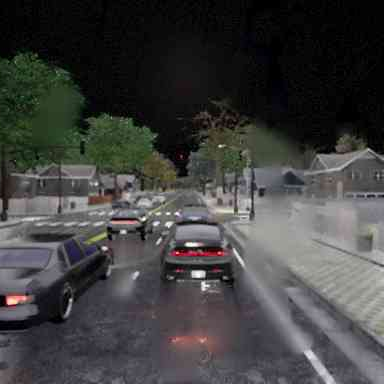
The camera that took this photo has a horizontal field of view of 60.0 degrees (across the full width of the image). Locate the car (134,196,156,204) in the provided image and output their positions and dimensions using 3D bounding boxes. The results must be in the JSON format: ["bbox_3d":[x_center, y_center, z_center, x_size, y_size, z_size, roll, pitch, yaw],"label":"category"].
[{"bbox_3d":[-6.529,1.666,46.004,1.812,1.442,4.674,0,0,0],"label":"car"}]

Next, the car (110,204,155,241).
[{"bbox_3d":[-3.106,1.606,17.536,2.128,1.511,4.902,0,0,0],"label":"car"}]

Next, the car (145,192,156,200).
[{"bbox_3d":[-9.675,1.012,78.094,2.097,1.767,4.553,0,1,0],"label":"car"}]

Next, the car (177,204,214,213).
[{"bbox_3d":[0.213,1.478,19.173,2.097,1.767,4.553,0,0,2],"label":"car"}]

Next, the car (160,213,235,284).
[{"bbox_3d":[0.145,1.587,9.785,1.837,1.490,4.892,0,0,0],"label":"car"}]

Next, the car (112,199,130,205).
[{"bbox_3d":[-9.785,1.698,46.135,1.994,1.385,4.181,0,0,0],"label":"car"}]

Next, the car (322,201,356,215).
[{"bbox_3d":[14.419,1.602,32.921,4.674,1.442,1.812,0,0,-2],"label":"car"}]

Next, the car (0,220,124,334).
[{"bbox_3d":[-3.105,1.606,7.241,2.033,1.411,5.357,0,0,0],"label":"car"}]

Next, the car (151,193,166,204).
[{"bbox_3d":[-6.434,1.259,65.703,2.150,2.045,5.566,0,1,0],"label":"car"}]

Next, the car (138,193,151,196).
[{"bbox_3d":[-9.712,1.412,63.160,2.097,1.767,4.553,0,1,1],"label":"car"}]
